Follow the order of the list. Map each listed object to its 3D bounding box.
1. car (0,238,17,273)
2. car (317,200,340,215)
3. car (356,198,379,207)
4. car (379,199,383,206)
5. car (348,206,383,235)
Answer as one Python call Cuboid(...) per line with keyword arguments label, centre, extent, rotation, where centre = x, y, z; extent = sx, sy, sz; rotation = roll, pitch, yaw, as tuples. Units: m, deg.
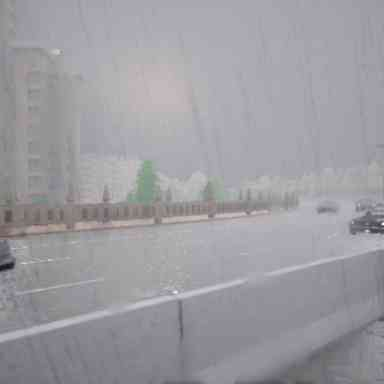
Cuboid(label="car", centre=(-7.070, 1.594, 7.604), extent=(5.357, 1.411, 2.033), rotation=(0, 0, -35))
Cuboid(label="car", centre=(15.257, 1.666, 36.936), extent=(1.882, 1.535, 5.008), rotation=(0, -1, 30))
Cuboid(label="car", centre=(21.243, 1.548, 40.653), extent=(2.097, 1.767, 4.553), rotation=(-1, 0, 26))
Cuboid(label="car", centre=(30.479, 1.795, 54.338), extent=(1.812, 1.442, 4.674), rotation=(0, 0, 17))
Cuboid(label="car", centre=(10.236, 1.661, 18.303), extent=(1.895, 1.301, 4.718), rotation=(0, 0, 42))
